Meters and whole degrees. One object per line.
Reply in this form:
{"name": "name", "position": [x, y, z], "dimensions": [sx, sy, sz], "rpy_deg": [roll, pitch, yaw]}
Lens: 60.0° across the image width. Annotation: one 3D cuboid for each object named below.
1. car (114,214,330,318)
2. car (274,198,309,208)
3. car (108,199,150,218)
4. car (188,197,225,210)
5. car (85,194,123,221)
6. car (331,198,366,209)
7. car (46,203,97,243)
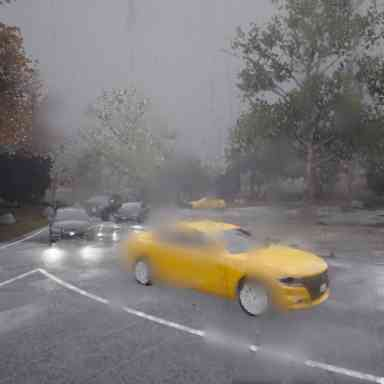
{"name": "car", "position": [0.512, 1.469, 7.679], "dimensions": [5.008, 1.535, 1.882], "rpy_deg": [0, 0, 42]}
{"name": "car", "position": [12.608, 1.425, 42.128], "dimensions": [4.181, 1.385, 1.994], "rpy_deg": [1, 0, -1]}
{"name": "car", "position": [-4.325, 1.489, 24.500], "dimensions": [1.837, 1.490, 4.892], "rpy_deg": [-1, 0, 4]}
{"name": "car", "position": [1.806, 1.401, 41.777], "dimensions": [5.008, 1.535, 1.882], "rpy_deg": [-1, 0, -32]}
{"name": "car", "position": [-7.234, 1.209, 27.169], "dimensions": [2.150, 2.045, 5.566], "rpy_deg": [0, 0, 9]}
{"name": "car", "position": [20.737, 1.481, 44.176], "dimensions": [4.181, 1.385, 1.994], "rpy_deg": [0, 0, 21]}
{"name": "car", "position": [-5.904, 1.501, 16.277], "dimensions": [1.837, 1.490, 4.892], "rpy_deg": [0, 0, -21]}
